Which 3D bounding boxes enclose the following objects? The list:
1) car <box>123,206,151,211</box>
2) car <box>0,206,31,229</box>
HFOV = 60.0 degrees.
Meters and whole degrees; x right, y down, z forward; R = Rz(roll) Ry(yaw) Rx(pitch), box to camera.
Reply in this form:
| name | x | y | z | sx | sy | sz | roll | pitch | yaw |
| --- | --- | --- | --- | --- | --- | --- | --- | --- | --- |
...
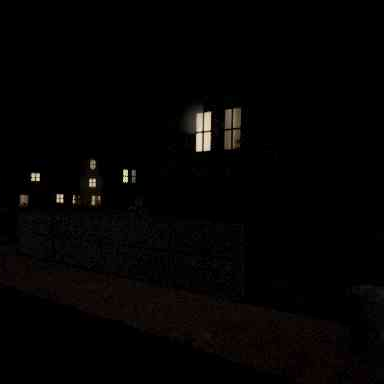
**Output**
| name | x | y | z | sx | sy | sz | roll | pitch | yaw |
| --- | --- | --- | --- | --- | --- | --- | --- | --- | --- |
| car | -5.280 | 1.989 | 30.495 | 1.812 | 1.442 | 4.674 | 2 | 0 | 36 |
| car | -11.893 | 1.698 | 21.566 | 1.882 | 1.535 | 5.008 | 2 | -1 | 37 |
